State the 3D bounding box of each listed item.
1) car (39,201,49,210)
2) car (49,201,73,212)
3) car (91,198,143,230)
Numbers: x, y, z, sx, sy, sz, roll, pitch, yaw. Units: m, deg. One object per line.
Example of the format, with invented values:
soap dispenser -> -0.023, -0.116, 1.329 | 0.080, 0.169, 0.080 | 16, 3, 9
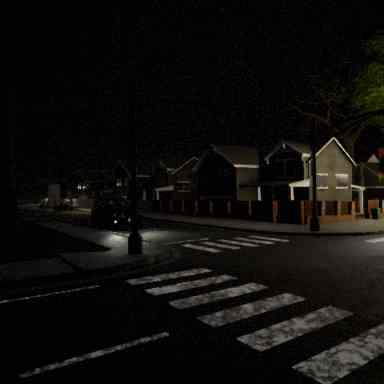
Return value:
car -> -24.210, 2.187, 55.555 | 1.994, 1.385, 4.181 | -1, 0, -35
car -> -18.235, 1.985, 47.025 | 2.128, 1.511, 4.902 | -1, 0, -34
car -> -5.473, 1.464, 23.648 | 2.150, 2.045, 5.566 | -1, 0, -33
